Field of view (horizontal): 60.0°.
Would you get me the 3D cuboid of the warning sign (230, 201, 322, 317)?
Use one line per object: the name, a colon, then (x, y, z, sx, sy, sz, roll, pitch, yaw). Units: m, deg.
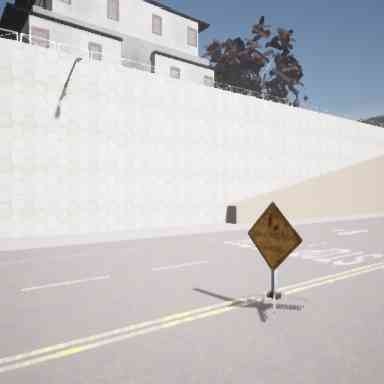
warning sign: (1.549, 1.112, 6.264, 1.060, 1.860, 1.300, 0, 0, -36)
